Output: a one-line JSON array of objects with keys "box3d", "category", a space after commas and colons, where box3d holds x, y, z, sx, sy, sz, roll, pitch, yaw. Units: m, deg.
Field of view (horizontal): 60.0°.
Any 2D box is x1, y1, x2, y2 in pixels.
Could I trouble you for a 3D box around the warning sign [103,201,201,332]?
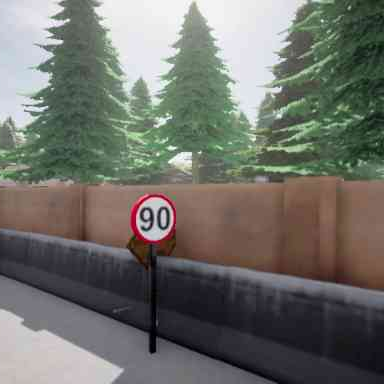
[{"box3d": [-0.650, 1.112, 5.691, 1.060, 1.860, 1.300, 0, 0, 37], "category": "warning sign"}]
